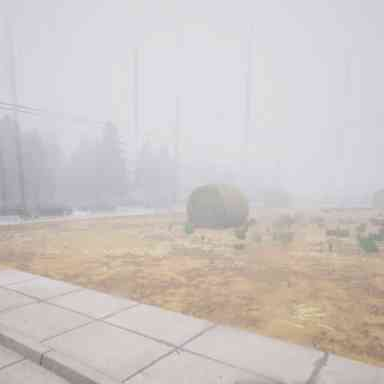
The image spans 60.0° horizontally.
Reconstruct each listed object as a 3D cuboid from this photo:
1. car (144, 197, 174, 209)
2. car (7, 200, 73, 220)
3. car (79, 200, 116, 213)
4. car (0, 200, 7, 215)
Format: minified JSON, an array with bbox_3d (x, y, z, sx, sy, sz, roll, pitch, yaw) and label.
[{"bbox_3d":[-4.516,1.519,46.030,1.837,1.490,4.892,0,0,36],"label":"car"},{"bbox_3d":[-12.723,1.507,28.732,2.128,1.511,4.902,0,0,36],"label":"car"},{"bbox_3d":[-10.674,1.578,37.750,1.994,1.385,4.181,0,0,36],"label":"car"},{"bbox_3d":[-16.622,1.505,29.726,2.128,1.511,4.902,0,0,37],"label":"car"}]
